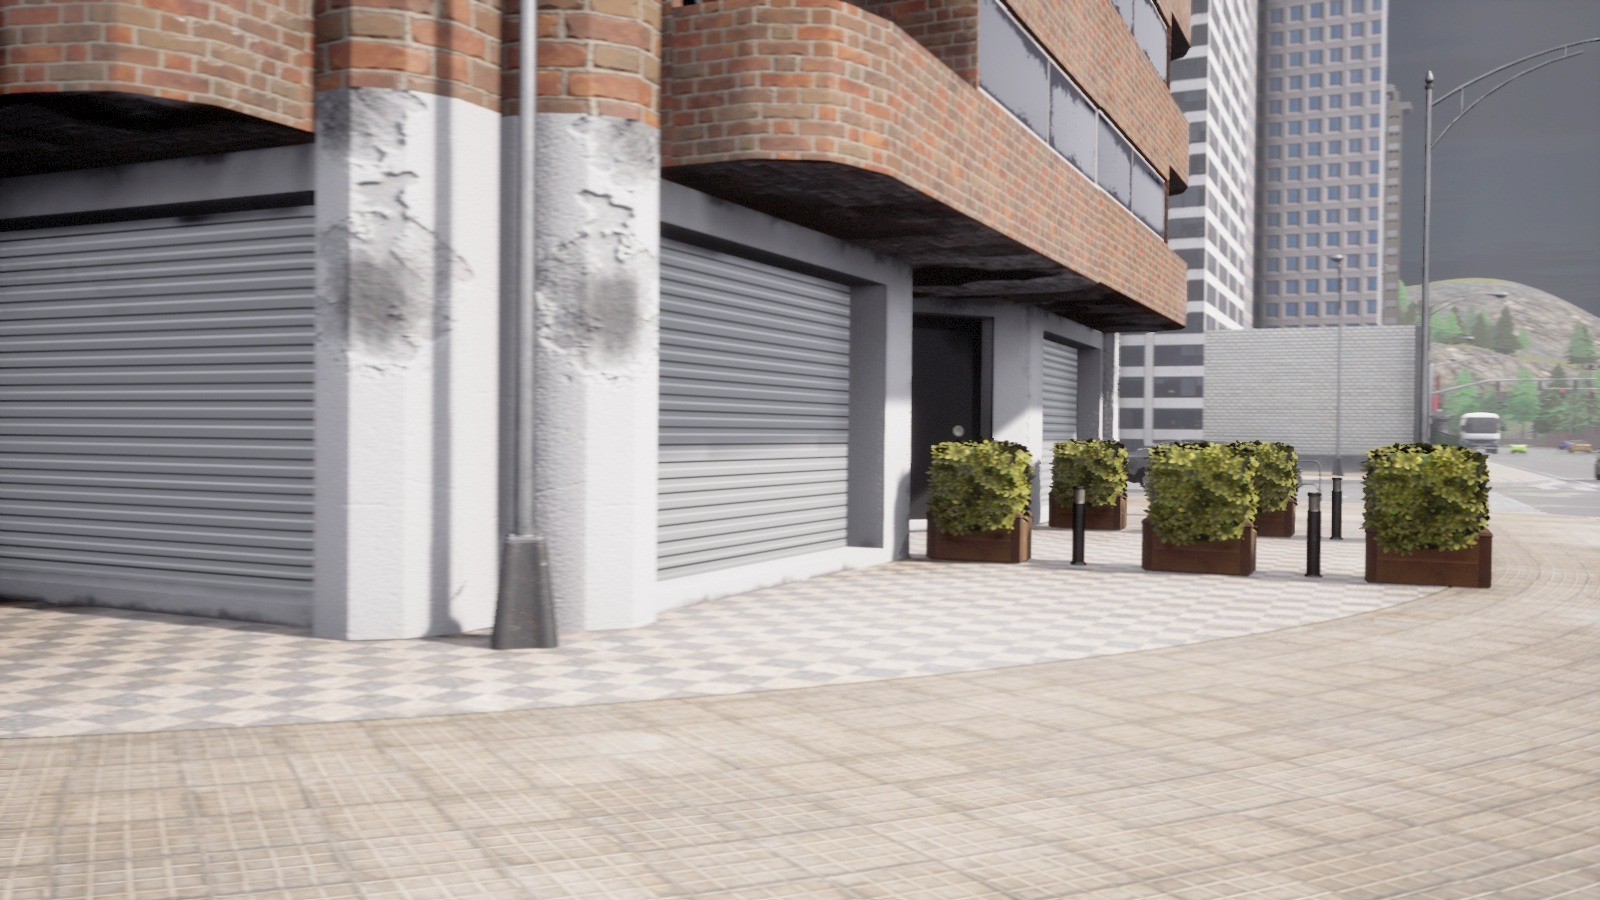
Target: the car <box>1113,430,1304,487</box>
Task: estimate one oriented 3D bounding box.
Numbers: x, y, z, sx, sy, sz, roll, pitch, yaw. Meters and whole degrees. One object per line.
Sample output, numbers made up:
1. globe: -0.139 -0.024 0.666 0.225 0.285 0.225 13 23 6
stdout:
1. car: 11.401 0.216 35.098 4.892 1.490 1.837 0 1 25
